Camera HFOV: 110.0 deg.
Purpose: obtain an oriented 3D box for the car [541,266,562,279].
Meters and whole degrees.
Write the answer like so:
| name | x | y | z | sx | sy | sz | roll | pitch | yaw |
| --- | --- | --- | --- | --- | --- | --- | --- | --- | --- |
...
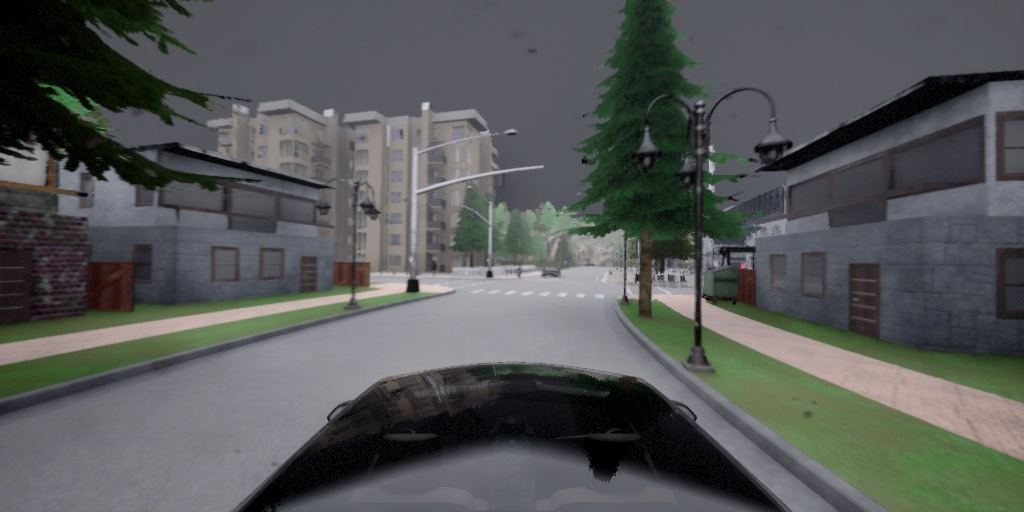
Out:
| name | x | y | z | sx | sy | sz | roll | pitch | yaw |
| --- | --- | --- | --- | --- | --- | --- | --- | --- | --- |
| car | 4.789 | 1.956 | 42.996 | 2.033 | 1.411 | 5.357 | 1 | -1 | 15 |
